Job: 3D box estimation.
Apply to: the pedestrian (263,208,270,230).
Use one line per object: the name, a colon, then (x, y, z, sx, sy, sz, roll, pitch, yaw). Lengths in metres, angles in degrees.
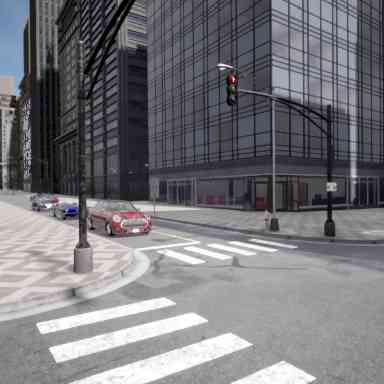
pedestrian: (3.892, 1.371, 17.276, 0.500, 1.100, 0.500, 0, 0, -34)

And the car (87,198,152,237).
car: (-3.933, 1.232, 17.692, 2.097, 1.767, 4.553, -1, 1, -34)

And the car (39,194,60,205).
car: (-20.547, 1.060, 47.892, 1.994, 1.385, 4.181, -1, 1, -34)

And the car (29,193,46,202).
car: (-26.096, 0.880, 56.060, 1.837, 1.490, 4.892, -1, 1, -34)

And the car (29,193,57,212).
car: (-15.425, 1.177, 34.668, 2.128, 1.511, 4.902, -1, 1, -34)

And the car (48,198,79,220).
car: (-9.607, 1.388, 26.075, 1.895, 1.301, 4.718, -1, 1, -34)
